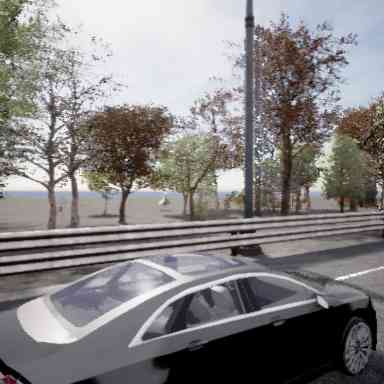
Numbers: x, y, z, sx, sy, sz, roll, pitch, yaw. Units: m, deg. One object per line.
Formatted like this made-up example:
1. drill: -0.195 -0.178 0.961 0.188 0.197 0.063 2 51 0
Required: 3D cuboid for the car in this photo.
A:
1. car: 0.308 1.497 3.942 4.902 1.511 2.128 0 0 -35
